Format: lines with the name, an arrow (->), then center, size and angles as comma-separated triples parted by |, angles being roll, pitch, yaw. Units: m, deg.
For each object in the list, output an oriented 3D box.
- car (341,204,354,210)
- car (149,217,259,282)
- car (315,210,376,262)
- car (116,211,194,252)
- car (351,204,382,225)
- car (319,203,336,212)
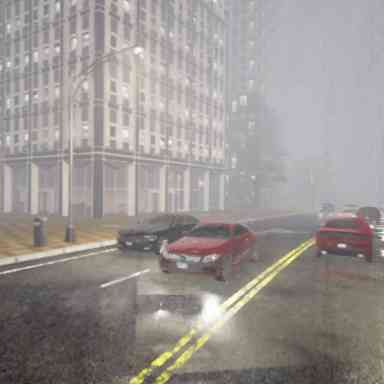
car -> 21.909, 2.339, 46.051 | 1.882, 1.535, 5.008 | 1, -1, 31
car -> 0.807, 1.646, 10.502 | 1.812, 1.442, 4.674 | 1, -1, 27
car -> 6.287, 1.734, 13.588 | 1.882, 1.535, 5.008 | 1, -1, 28
car -> -1.079, 1.594, 13.955 | 1.882, 1.535, 5.008 | 1, -1, 27
car -> 16.185, 2.087, 30.438 | 1.882, 1.535, 5.008 | 1, -1, 32
car -> 20.334, 2.369, 49.762 | 1.837, 1.490, 4.892 | 1, -1, 30
